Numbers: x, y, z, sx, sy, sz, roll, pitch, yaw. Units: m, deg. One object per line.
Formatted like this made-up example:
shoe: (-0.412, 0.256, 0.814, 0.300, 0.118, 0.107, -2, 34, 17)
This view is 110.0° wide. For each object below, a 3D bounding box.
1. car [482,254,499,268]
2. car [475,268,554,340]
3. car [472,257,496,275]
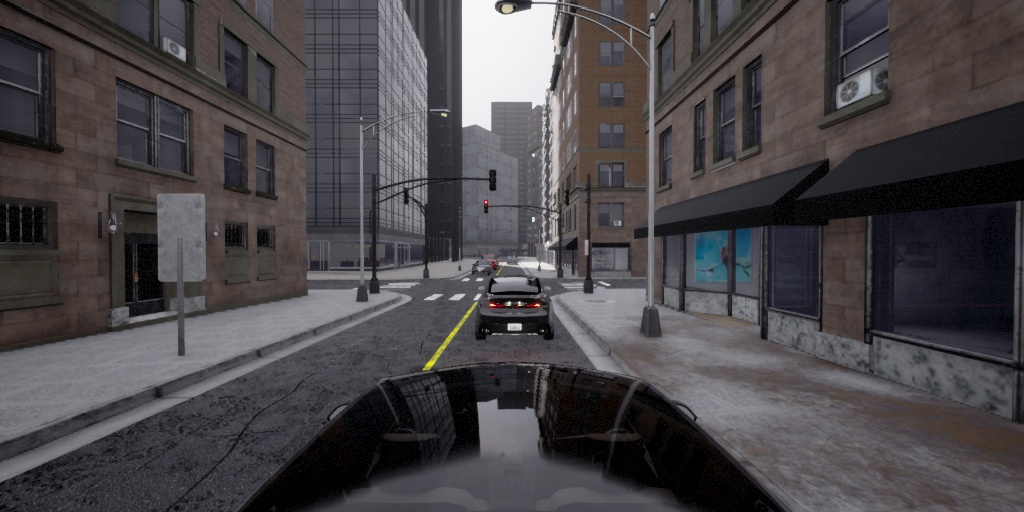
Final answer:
car: (-3.150, 0.809, 48.281, 2.150, 2.045, 5.566, 0, 1, 0)
car: (0.070, 1.252, 9.987, 1.837, 1.490, 4.892, 0, 0, 0)
car: (-3.133, 1.163, 37.976, 2.128, 1.511, 4.902, 0, 0, 0)
